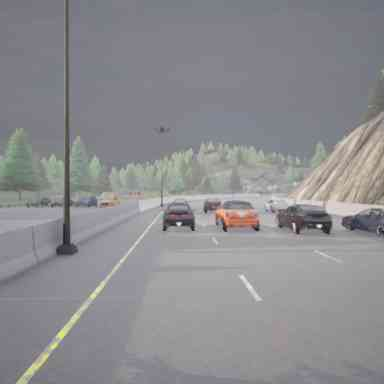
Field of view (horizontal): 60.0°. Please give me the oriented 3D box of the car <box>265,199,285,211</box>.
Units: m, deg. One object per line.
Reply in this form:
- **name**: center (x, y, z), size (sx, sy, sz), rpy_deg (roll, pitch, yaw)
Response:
- **car**: center (9.245, 1.484, 36.104), size (1.812, 1.442, 4.674), rpy_deg (0, 0, 0)

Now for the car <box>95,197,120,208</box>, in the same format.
- **car**: center (-11.651, 1.429, 47.300), size (1.882, 1.535, 5.008), rpy_deg (0, 0, 3)

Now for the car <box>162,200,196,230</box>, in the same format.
- **car**: center (-0.815, 1.481, 20.702), size (1.837, 1.490, 4.892), rpy_deg (0, 0, -2)

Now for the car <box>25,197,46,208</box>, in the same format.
- **car**: center (-22.125, 1.495, 48.112), size (1.837, 1.490, 4.892), rpy_deg (0, 0, 3)

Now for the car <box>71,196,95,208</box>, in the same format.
- **car**: center (-15.133, 1.306, 47.780), size (2.097, 1.767, 4.553), rpy_deg (0, 0, 3)

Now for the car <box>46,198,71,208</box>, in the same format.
- **car**: center (-18.634, 1.520, 47.840), size (1.994, 1.385, 4.181), rpy_deg (0, 0, 3)

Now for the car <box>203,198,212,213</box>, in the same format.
- **car**: center (2.258, 1.436, 36.640), size (1.882, 1.535, 5.008), rpy_deg (0, 0, 0)

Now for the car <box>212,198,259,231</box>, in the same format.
- **car**: center (2.690, 1.329, 20.601), size (2.097, 1.767, 4.553), rpy_deg (0, 0, -2)

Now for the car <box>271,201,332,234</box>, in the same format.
- **car**: center (6.258, 1.479, 19.018), size (1.837, 1.490, 4.892), rpy_deg (0, -1, -2)

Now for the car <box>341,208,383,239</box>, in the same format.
- **car**: center (9.832, 1.527, 17.214), size (2.033, 1.411, 5.357), rpy_deg (0, 0, -2)
